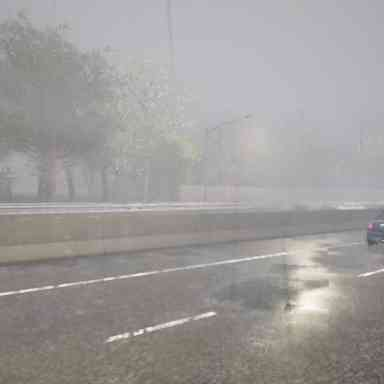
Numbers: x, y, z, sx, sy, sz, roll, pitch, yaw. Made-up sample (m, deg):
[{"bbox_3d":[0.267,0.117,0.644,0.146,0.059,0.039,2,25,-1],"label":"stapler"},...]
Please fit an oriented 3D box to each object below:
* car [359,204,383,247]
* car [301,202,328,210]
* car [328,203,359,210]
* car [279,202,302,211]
[{"bbox_3d":[9.947,1.583,15.130,4.553,1.767,2.097,1,-1,-35],"label":"car"},{"bbox_3d":[16.112,2.045,41.235,4.674,1.442,1.812,1,-1,-35],"label":"car"},{"bbox_3d":[18.152,2.046,38.390,4.674,1.442,1.812,1,-1,-35],"label":"car"},{"bbox_3d":[13.451,1.998,43.432,4.902,1.511,2.128,1,-1,-37],"label":"car"}]
